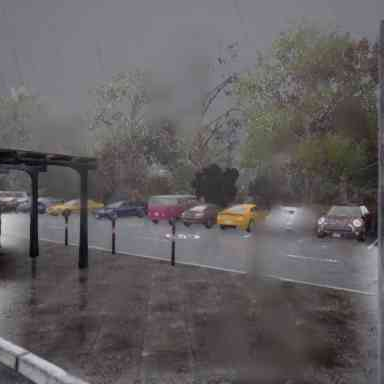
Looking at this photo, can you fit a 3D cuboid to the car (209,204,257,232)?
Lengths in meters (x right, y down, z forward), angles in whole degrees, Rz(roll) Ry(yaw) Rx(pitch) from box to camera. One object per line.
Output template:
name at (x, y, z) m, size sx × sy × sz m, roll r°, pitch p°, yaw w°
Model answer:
car at (3.391, 1.476, 20.271) m, size 2.097 × 1.535 × 5.008 m, roll 1°, pitch 0°, yaw 35°

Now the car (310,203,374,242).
car at (7.943, 1.402, 17.092) m, size 2.185 × 1.767 × 4.553 m, roll 1°, pitch 0°, yaw 35°

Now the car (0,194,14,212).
car at (-16.988, 1.251, 34.717) m, size 2.097 × 1.535 × 5.008 m, roll 1°, pitch 0°, yaw 35°

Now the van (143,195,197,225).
van at (-1.068, 1.199, 23.578) m, size 1.878 × 1.987 × 4.442 m, roll 1°, pitch 0°, yaw 35°

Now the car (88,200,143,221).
car at (-5.683, 1.405, 26.668) m, size 2.163 × 1.488 × 4.792 m, roll 1°, pitch 0°, yaw 35°

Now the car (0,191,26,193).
car at (-21.536, 0.950, 37.896) m, size 2.435 × 2.045 × 5.566 m, roll 1°, pitch 0°, yaw 35°

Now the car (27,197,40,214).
car at (-12.445, 1.330, 31.528) m, size 2.163 × 1.488 × 4.792 m, roll 1°, pitch 0°, yaw 35°

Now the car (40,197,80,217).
car at (-10.304, 1.322, 29.749) m, size 1.946 × 1.575 × 5.366 m, roll 1°, pitch 0°, yaw 35°

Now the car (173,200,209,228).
car at (1.125, 1.490, 21.878) m, size 2.002 × 1.452 × 4.674 m, roll 1°, pitch 0°, yaw 35°

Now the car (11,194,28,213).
car at (-14.722, 1.277, 33.113) m, size 2.231 × 1.521 × 4.892 m, roll 1°, pitch 0°, yaw 35°

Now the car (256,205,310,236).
car at (5.657, 1.541, 18.669) m, size 2.002 × 1.452 × 4.674 m, roll 1°, pitch 0°, yaw 35°
